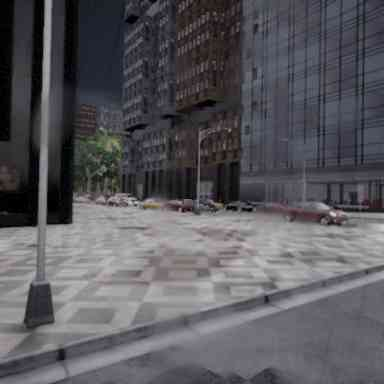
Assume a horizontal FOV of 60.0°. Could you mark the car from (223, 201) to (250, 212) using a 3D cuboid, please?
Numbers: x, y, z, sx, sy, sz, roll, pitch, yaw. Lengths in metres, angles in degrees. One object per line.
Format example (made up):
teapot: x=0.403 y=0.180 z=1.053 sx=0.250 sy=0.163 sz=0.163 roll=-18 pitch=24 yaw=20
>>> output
car: x=5.569 y=1.735 z=40.317 sx=1.947 sy=1.339 sz=4.313 roll=2 pitch=-1 yaw=-35

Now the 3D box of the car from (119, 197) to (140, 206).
car: x=-11.041 y=1.632 z=58.858 sx=1.812 sy=1.442 sz=4.674 roll=2 pitch=-1 yaw=-35

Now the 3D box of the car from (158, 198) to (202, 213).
car: x=-1.373 y=1.487 z=35.373 sx=1.887 sy=1.381 sz=4.507 roll=2 pitch=-1 yaw=-35

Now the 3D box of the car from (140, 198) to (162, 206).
car: x=-7.172 y=1.730 z=58.188 sx=2.008 sy=1.369 sz=4.403 roll=2 pitch=-1 yaw=-35

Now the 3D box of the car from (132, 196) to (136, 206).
car: x=-10.555 y=1.287 z=53.023 sx=2.150 sy=2.045 sz=5.566 roll=2 pitch=-1 yaw=-35

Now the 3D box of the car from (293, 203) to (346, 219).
car: x=11.939 y=1.728 z=31.382 sx=1.947 sy=1.339 sz=4.313 roll=2 pitch=-1 yaw=-35

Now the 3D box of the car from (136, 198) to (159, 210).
car: x=-4.459 y=1.471 z=39.703 sx=1.752 sy=1.417 sz=4.829 roll=2 pitch=-1 yaw=-35

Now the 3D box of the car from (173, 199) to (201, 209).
car: x=-0.801 y=1.726 z=49.252 sx=2.008 sy=1.369 sz=4.403 roll=2 pitch=-1 yaw=-35

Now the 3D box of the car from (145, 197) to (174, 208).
car: x=-4.967 y=1.596 z=50.412 sx=2.128 sy=1.511 sz=4.902 roll=2 pitch=-1 yaw=-35

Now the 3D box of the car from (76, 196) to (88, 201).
car: x=-29.567 y=1.702 z=89.599 sx=1.752 sy=1.417 sz=4.829 roll=2 pitch=-1 yaw=-35

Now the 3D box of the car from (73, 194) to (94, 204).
car: x=-20.388 y=1.478 z=62.046 sx=1.752 sy=1.417 sz=4.829 roll=2 pitch=-1 yaw=-35

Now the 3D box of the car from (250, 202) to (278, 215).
car: x=8.754 y=1.748 z=35.849 sx=1.802 sy=1.307 sz=4.206 roll=2 pitch=-1 yaw=-35

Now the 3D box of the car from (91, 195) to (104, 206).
car: x=-14.117 y=1.535 z=53.246 sx=1.802 sy=1.307 sz=4.206 roll=2 pitch=-1 yaw=-35

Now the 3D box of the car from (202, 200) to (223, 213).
car: x=0.996 y=1.577 z=36.642 sx=1.994 sy=1.385 sz=4.181 roll=2 pitch=-1 yaw=-35

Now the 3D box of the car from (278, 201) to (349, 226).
car: x=8.169 y=1.373 z=21.996 sx=1.967 sy=1.590 sz=4.097 roll=2 pitch=-1 yaw=-37

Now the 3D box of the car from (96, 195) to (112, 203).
car: x=-20.086 y=1.521 z=75.663 sx=2.097 sy=1.767 sz=4.553 roll=2 pitch=-1 yaw=-35

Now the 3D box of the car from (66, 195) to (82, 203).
car: x=-23.671 y=1.392 z=66.654 sx=1.967 sy=1.590 sz=4.097 roll=2 pitch=-1 yaw=-35

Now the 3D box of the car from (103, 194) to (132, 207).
car: x=-10.928 y=1.392 z=48.780 sx=1.967 sy=1.590 sz=4.097 roll=2 pitch=-1 yaw=-35

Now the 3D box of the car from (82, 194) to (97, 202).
car: x=-26.278 y=1.492 z=84.997 sx=2.192 sy=1.841 sz=5.009 roll=2 pitch=-1 yaw=-35

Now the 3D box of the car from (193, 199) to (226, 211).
car: x=2.285 y=1.698 z=44.923 sx=1.752 sy=1.417 sz=4.829 roll=2 pitch=-1 yaw=-35
